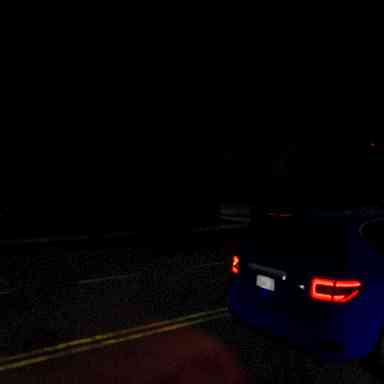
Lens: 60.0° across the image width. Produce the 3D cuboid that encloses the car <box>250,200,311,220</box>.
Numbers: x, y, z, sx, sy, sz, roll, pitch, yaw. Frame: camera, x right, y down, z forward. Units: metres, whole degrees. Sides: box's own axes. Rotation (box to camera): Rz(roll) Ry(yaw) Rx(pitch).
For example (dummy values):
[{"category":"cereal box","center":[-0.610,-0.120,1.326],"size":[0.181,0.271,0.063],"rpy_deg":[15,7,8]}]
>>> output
[{"category":"car","center":[7.733,1.526,29.760],"size":[2.033,1.411,5.357],"rpy_deg":[0,0,-31]}]

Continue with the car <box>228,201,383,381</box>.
[{"category":"car","center":[3.168,1.216,5.586],"size":[5.566,2.045,2.150],"rpy_deg":[0,0,-33]}]
